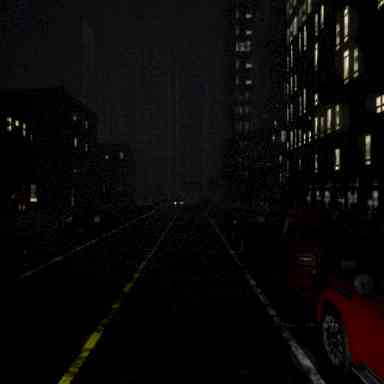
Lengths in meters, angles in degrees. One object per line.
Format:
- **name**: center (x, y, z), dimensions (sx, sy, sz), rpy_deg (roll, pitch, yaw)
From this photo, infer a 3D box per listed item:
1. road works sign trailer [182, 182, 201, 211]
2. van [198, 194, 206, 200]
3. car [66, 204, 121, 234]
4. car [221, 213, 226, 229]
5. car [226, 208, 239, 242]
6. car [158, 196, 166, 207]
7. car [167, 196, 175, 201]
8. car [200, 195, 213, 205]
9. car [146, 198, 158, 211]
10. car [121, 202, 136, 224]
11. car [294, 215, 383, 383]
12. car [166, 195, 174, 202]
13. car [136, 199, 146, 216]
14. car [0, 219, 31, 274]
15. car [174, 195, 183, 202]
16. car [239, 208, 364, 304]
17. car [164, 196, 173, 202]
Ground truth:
- **road works sign trailer**: center (-0.001, 0.485, 41.796), dimensions (2.380, 3.560, 2.880), rpy_deg (0, 0, 0)
- **van**: center (2.685, 1.411, 79.874), dimensions (1.690, 1.788, 3.998), rpy_deg (0, 0, 0)
- **car**: center (-5.693, 1.443, 19.106), dimensions (1.967, 1.590, 4.097), rpy_deg (0, 0, 0)
- **car**: center (2.688, 1.569, 19.108), dimensions (1.947, 1.339, 4.313), rpy_deg (0, 0, 0)
- **car**: center (2.688, 1.546, 13.584), dimensions (1.887, 1.381, 4.507), rpy_deg (0, 0, 0)
- **car**: center (-5.693, 1.583, 52.250), dimensions (2.008, 1.369, 4.403), rpy_deg (0, 0, 0)
- **car**: center (-5.693, 1.655, 90.918), dimensions (1.947, 1.339, 4.313), rpy_deg (0, 0, 0)
- **car**: center (2.687, 1.589, 57.777), dimensions (2.008, 1.369, 4.403), rpy_deg (0, 0, 0)
- **car**: center (-5.693, 1.545, 41.030), dimensions (1.752, 1.417, 4.829), rpy_deg (0, 0, 0)
- **car**: center (-5.693, 1.557, 24.628), dimensions (2.008, 1.369, 4.403), rpy_deg (0, 0, 0)
- **car**: center (2.687, 1.315, 2.535), dimensions (2.192, 1.841, 5.009), rpy_deg (0, 0, 0)
- **car**: center (-5.694, 1.612, 74.346), dimensions (2.008, 1.369, 4.403), rpy_deg (0, 0, 0)
- **car**: center (-5.693, 1.561, 30.153), dimensions (2.008, 1.369, 4.403), rpy_deg (0, 0, 0)
- **car**: center (-5.693, 1.440, 8.057), dimensions (1.967, 1.590, 4.097), rpy_deg (0, 0, 0)
- **car**: center (-3.000, 1.535, 76.739), dimensions (1.882, 1.535, 5.008), rpy_deg (0, 0, 0)
- **car**: center (2.687, 1.315, 8.060), dimensions (2.192, 1.841, 5.009), rpy_deg (0, 0, 0)
- **car**: center (-5.694, 1.615, 79.870), dimensions (1.887, 1.381, 4.507), rpy_deg (0, 0, 0)
